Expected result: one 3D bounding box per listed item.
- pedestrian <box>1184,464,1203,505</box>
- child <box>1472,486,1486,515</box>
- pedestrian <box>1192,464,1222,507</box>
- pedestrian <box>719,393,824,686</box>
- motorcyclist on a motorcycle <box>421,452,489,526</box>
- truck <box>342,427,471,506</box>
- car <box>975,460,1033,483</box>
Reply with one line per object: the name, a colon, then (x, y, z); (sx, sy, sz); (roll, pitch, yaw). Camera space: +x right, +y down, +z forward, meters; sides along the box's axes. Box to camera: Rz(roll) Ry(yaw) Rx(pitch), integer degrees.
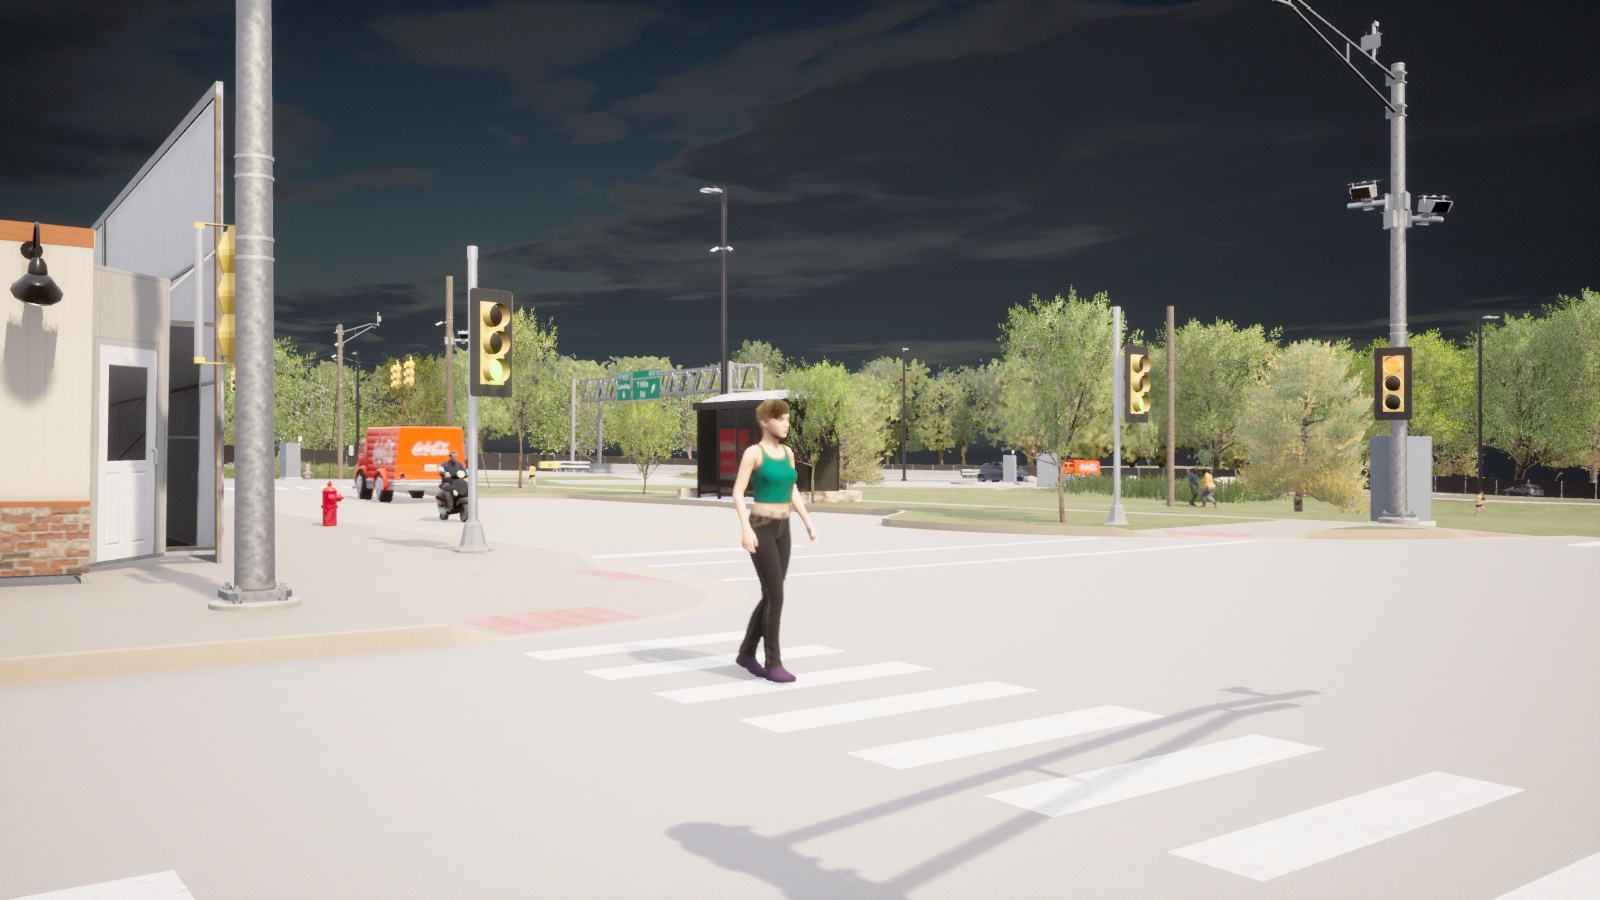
pedestrian: (17.813, 1.550, 56.916); (0.370, 1.835, 0.726); (0, 0, -40)
child: (25.788, 1.911, 47.685); (0.255, 1.110, 0.394); (0, 0, -42)
pedestrian: (17.990, 1.558, 55.506); (0.874, 1.855, 0.900); (0, 0, -41)
pedestrian: (-0.190, 0.560, 8.189); (0.594, 1.836, 0.345); (0, 0, 40)
motorcyclist on a motorcycle: (-7.684, 0.845, 27.949); (0.866, 1.590, 1.817); (0, 0, -36)
truck: (-13.268, 0.513, 42.134); (2.627, 2.467, 5.204); (0, 0, -36)
car: (15.028, 1.582, 92.591); (1.851, 1.617, 3.988); (3, -2, -37)
